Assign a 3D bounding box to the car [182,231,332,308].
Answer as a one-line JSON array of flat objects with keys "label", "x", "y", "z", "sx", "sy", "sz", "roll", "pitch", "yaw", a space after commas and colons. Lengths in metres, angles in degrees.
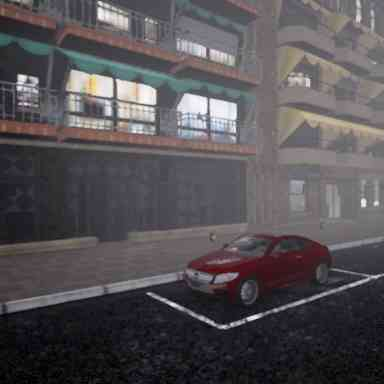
[{"label": "car", "x": 1.734, "y": 1.626, "z": 7.975, "sx": 4.206, "sy": 1.307, "sz": 1.802, "roll": 0, "pitch": -1, "yaw": -38}]
